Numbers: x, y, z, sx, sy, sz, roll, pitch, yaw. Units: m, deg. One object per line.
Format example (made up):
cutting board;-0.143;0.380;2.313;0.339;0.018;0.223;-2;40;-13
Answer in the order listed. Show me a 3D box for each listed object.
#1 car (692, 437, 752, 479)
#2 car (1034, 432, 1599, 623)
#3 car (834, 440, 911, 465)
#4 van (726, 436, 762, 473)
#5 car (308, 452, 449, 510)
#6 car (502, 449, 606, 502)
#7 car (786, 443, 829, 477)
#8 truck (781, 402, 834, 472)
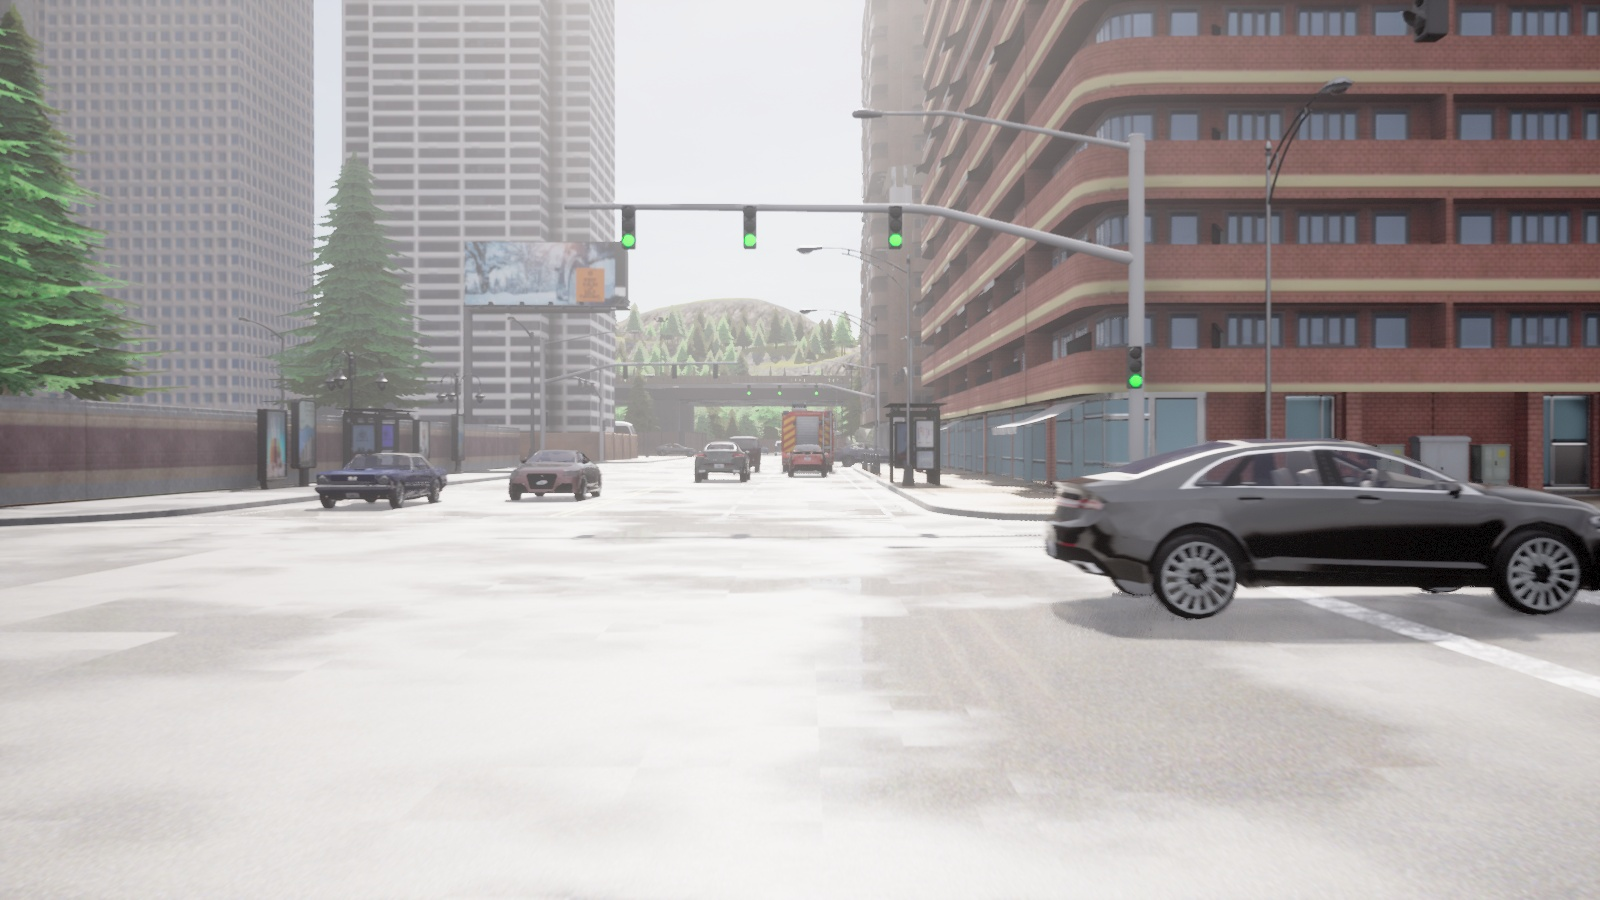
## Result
car;-3.189;0.310;52.095;2.152;1.651;5.027;0;0;0
car;4.757;0.617;11.251;4.902;1.511;2.128;-1;0;-1
car;4.823;0.186;84.182;5.027;1.651;2.152;0;0;1
van;-3.088;0.214;69.746;1.775;1.987;4.442;0;0;0
car;-10.308;0.712;31.125;1.895;1.301;4.718;0;0;0
car;-6.779;0.662;35.038;1.994;1.385;4.181;0;0;1
car;0.356;0.450;59.822;2.007;1.525;4.514;0;0;0
truck;0.428;-0.713;72.375;2.891;3.827;8.468;0;0;0
